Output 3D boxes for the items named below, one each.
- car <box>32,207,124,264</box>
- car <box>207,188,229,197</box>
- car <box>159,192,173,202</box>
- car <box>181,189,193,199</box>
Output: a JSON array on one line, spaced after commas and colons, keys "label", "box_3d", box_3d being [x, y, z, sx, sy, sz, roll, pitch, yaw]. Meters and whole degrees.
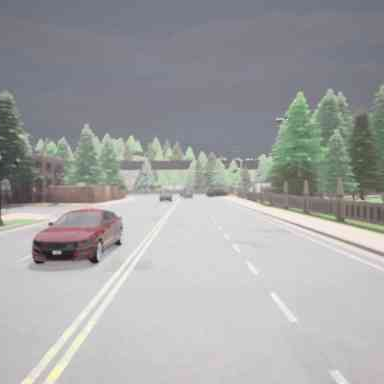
[{"label": "car", "box_3d": [-3.673, 1.337, 11.524, 1.882, 1.535, 5.008, 0, 1, 0]}, {"label": "car", "box_3d": [6.002, 0.147, 76.279, 5.566, 2.045, 2.150, -1, 1, -35]}, {"label": "car", "box_3d": [-4.109, 0.779, 52.456, 1.882, 1.535, 5.008, 0, 1, 0]}, {"label": "car", "box_3d": [-0.694, 0.662, 65.849, 2.033, 1.411, 5.357, 0, 1, -1]}]
